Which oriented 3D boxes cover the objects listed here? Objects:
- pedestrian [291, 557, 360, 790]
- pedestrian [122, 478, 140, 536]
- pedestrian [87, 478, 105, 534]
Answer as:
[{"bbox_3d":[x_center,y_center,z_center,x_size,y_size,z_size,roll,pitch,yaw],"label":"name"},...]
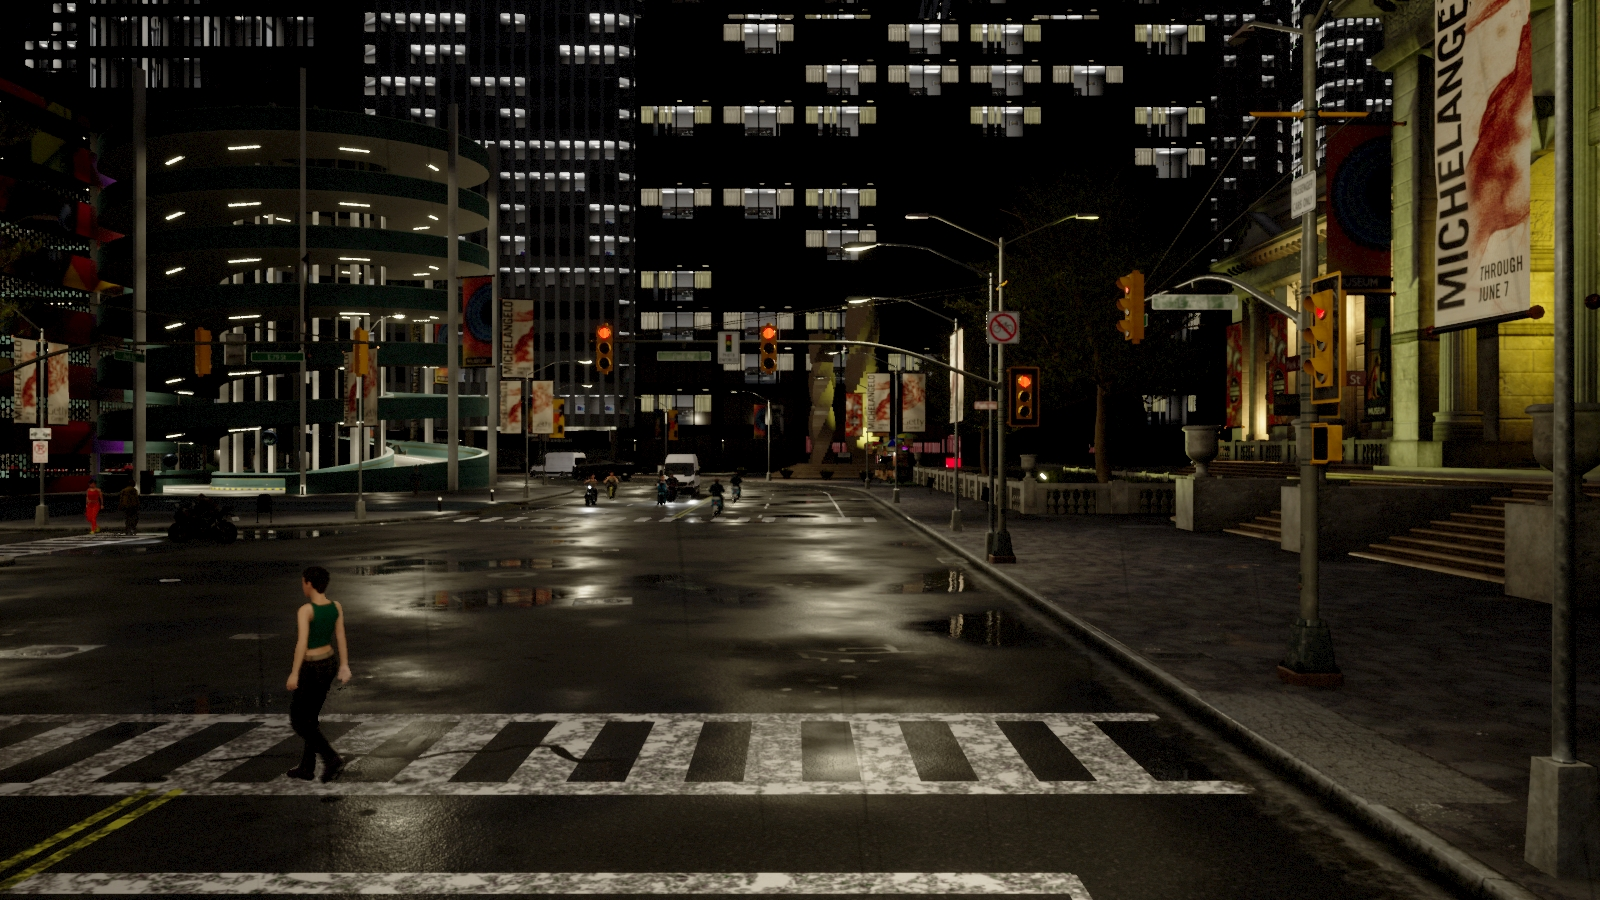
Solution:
[{"bbox_3d":[-3.981,1.849,9.595,0.375,1.860,0.375,0,0,21],"label":"pedestrian"},{"bbox_3d":[-21.642,1.848,36.957,0.375,1.860,0.375,0,0,3],"label":"pedestrian"},{"bbox_3d":[-23.361,1.848,37.921,0.375,1.860,0.375,0,0,0],"label":"pedestrian"}]
